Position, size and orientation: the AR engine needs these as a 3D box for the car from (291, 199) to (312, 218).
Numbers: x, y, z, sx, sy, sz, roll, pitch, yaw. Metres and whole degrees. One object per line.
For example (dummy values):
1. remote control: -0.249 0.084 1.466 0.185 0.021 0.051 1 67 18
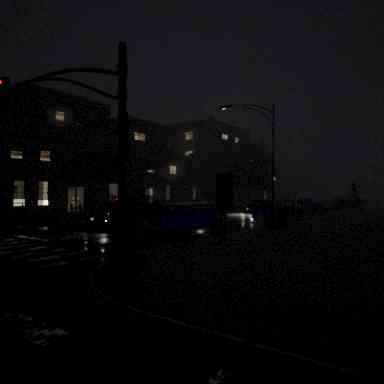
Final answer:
1. car: 9.407 1.656 31.220 1.887 1.381 4.507 0 0 35

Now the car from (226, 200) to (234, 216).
1. car: 1.530 1.530 30.077 1.882 1.535 5.008 1 0 35

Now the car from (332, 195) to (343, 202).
1. car: 37.502 1.713 85.739 1.967 1.590 4.097 0 0 35

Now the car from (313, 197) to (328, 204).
1. car: 27.875 1.729 72.050 1.752 1.417 4.829 0 0 35

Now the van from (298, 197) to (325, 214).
1. van: 12.584 1.469 35.737 1.690 1.788 3.998 0 0 35

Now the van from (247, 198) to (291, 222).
1. van: 6.232 1.436 26.704 1.690 1.788 3.998 0 0 35

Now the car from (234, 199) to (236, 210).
1. car: 5.740 1.507 40.573 1.967 1.590 4.097 0 0 35

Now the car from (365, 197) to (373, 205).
1. car: 34.818 1.810 67.354 1.887 1.381 4.507 0 0 35

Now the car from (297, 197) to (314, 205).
1. car: 21.621 1.706 63.155 1.887 1.381 4.507 0 0 35

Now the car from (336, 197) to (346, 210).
1. car: 18.936 1.729 44.770 1.947 1.339 4.313 0 0 35

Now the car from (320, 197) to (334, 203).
1. car: 31.149 1.792 76.706 1.947 1.339 4.313 0 0 35

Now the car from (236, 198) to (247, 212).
1. car: 7.488 1.575 38.533 2.128 1.511 4.902 1 0 35

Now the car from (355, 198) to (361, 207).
1. car: 25.290 1.517 53.805 2.192 1.841 5.009 0 0 35

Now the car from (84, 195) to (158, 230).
1. car: -4.281 1.248 21.814 2.150 2.045 5.566 1 0 35

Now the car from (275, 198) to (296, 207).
1. car: 15.268 1.666 54.122 1.887 1.381 4.507 0 0 35

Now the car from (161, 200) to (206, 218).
1. car: -0.711 1.559 31.400 1.752 1.417 4.829 0 0 35

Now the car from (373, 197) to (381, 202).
1. car: 44.347 1.900 80.904 1.947 1.339 4.313 0 0 35

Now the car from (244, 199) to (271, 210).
1. car: 8.915 1.629 45.090 1.887 1.381 4.507 0 0 35

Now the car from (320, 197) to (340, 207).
1. car: 22.747 1.658 54.689 1.882 1.535 5.008 1 0 35

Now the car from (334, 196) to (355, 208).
1. car: 22.114 1.497 49.288 2.192 1.841 5.009 0 0 35

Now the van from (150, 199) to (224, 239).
1. van: -0.121 1.407 17.670 1.690 1.788 3.998 0 0 35

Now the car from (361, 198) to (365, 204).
1. car: 28.563 1.748 58.460 1.752 1.417 4.829 0 0 35

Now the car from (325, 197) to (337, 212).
1. car: 15.858 1.671 40.393 1.752 1.417 4.829 0 0 35
